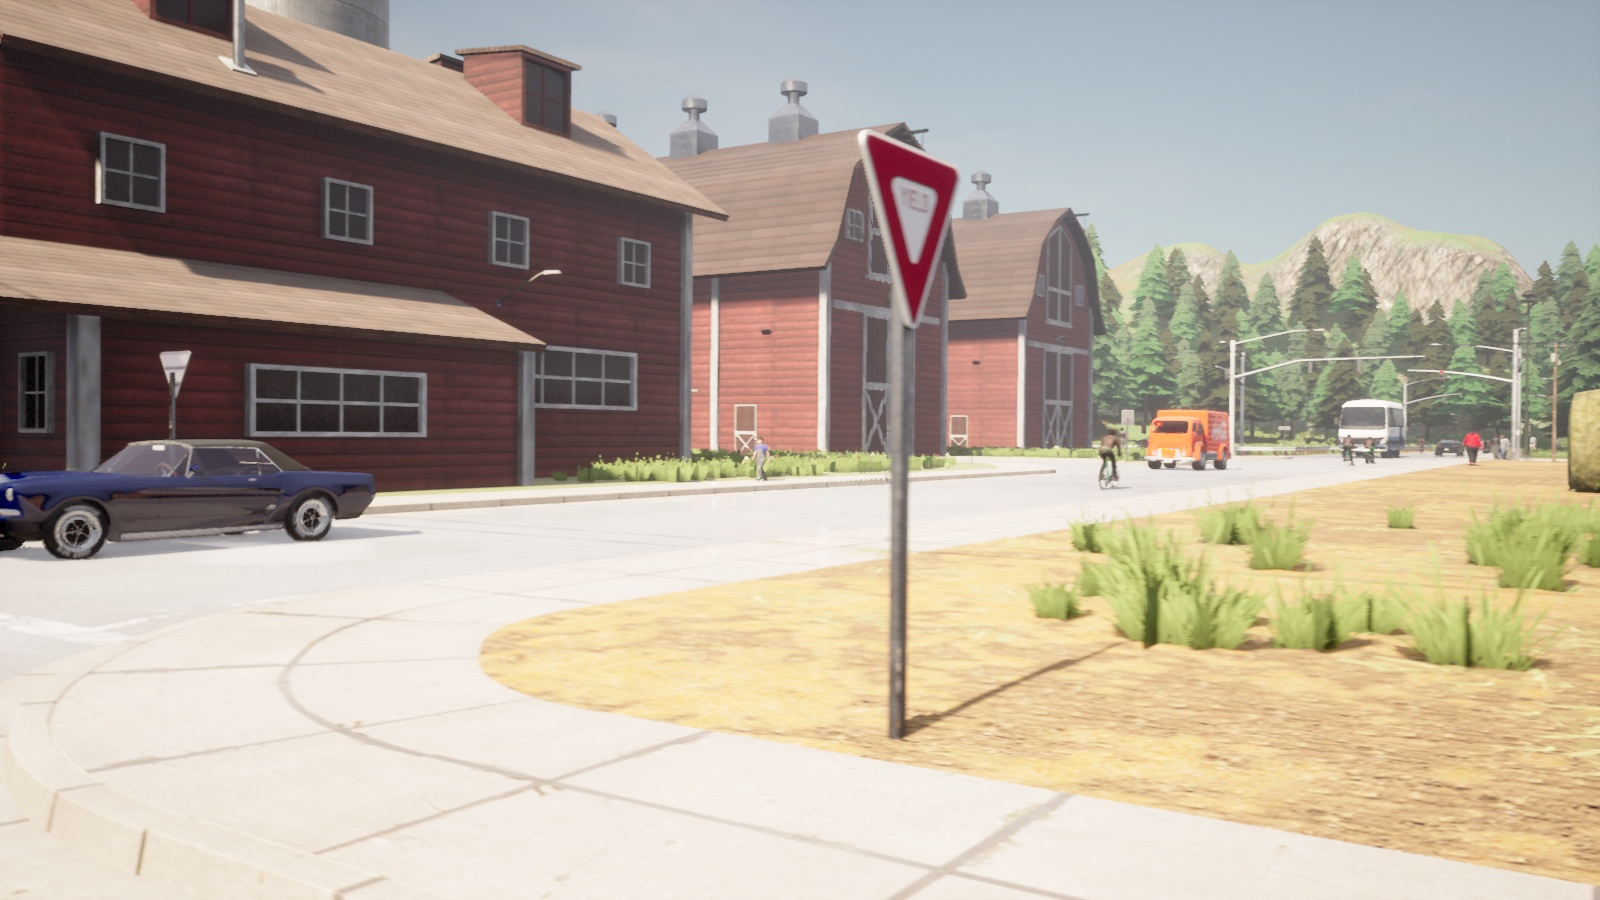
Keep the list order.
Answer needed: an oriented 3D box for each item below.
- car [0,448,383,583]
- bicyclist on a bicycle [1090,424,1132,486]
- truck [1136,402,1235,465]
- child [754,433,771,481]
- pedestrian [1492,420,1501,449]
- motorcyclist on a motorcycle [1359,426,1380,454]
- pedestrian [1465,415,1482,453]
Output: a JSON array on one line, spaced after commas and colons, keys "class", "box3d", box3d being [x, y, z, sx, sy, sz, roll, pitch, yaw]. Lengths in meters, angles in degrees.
[{"class": "car", "box3d": [-7.641, 0.662, 15.271, 1.895, 1.301, 4.718, 0, 1, 33]}, {"class": "bicyclist on a bicycle", "box3d": [8.352, 0.119, 33.662, 0.582, 1.620, 1.656, 0, 1, 33]}, {"class": "truck", "box3d": [16.065, -0.708, 52.125, 2.627, 2.467, 5.204, 1, 1, 33]}, {"class": "child", "box3d": [-1.002, 0.191, 33.390, 0.270, 1.263, 0.437, 0, 1, 28]}, {"class": "pedestrian", "box3d": [45.494, -1.014, 82.054, 0.402, 1.930, 0.666, 0, 1, 41]}, {"class": "motorcyclist on a motorcycle", "box3d": [31.876, -0.569, 70.256, 0.797, 1.523, 2.044, 0, 1, 33]}, {"class": "pedestrian", "box3d": [32.237, -0.767, 60.114, 0.634, 1.844, 0.899, 0, 1, 33]}]
